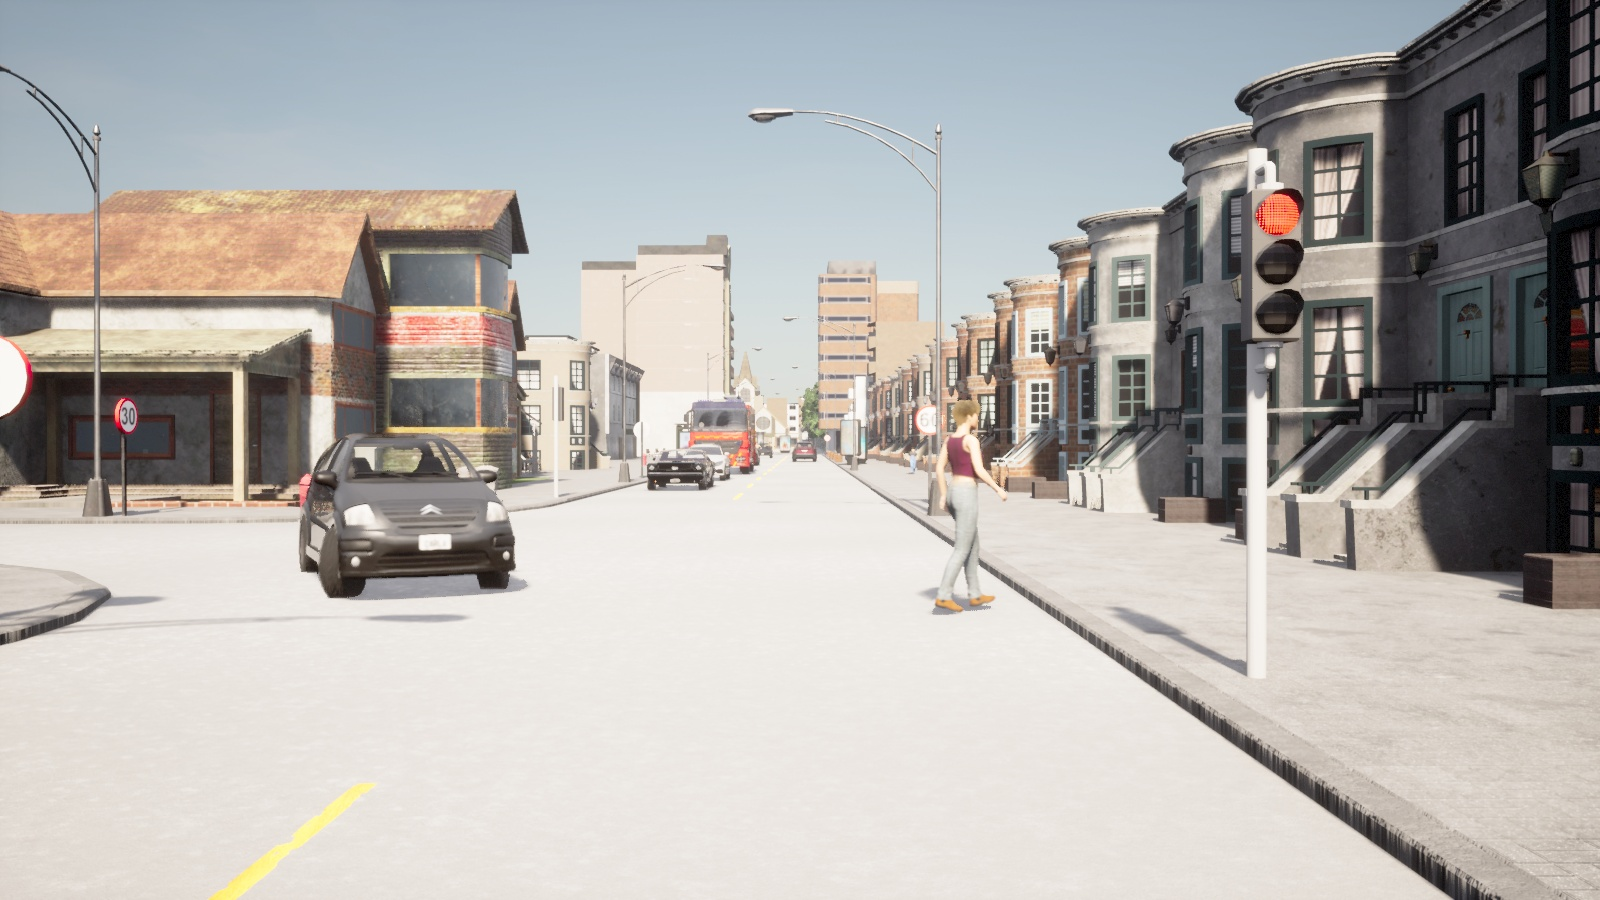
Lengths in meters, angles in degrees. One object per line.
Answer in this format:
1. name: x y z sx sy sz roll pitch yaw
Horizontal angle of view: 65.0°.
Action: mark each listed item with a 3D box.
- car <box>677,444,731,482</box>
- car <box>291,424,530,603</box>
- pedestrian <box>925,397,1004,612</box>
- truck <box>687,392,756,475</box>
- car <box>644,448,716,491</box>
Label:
1. car: -3.820 0.482 50.824 1.812 1.442 4.674 0 0 0
2. car: -4.334 0.565 13.554 1.851 1.617 3.988 0 0 -26
3. pedestrian: 1.436 0.469 10.982 0.594 1.836 0.345 0 0 -19
4. truck: -3.776 -0.773 62.368 2.891 3.827 8.468 0 0 0
5. car: -3.852 0.612 41.032 1.895 1.301 4.718 0 0 0
